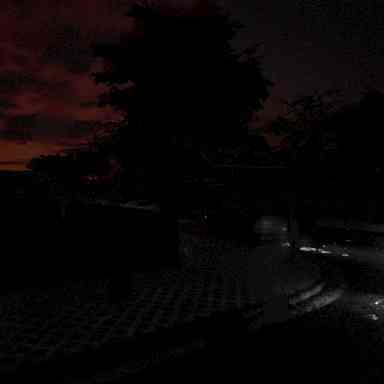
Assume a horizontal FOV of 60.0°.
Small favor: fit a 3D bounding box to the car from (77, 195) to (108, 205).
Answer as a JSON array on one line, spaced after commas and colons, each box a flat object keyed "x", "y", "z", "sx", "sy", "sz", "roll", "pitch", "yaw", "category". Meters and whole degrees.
[{"x": -11.047, "y": 1.331, "z": 36.156, "sx": 1.895, "sy": 1.301, "sz": 4.718, "roll": -1, "pitch": 1, "yaw": -34, "category": "car"}]

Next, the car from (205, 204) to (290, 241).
[{"x": 2.607, "y": 1.383, "z": 16.440, "sx": 2.128, "sy": 1.511, "sz": 4.902, "roll": -1, "pitch": 1, "yaw": -35, "category": "car"}]

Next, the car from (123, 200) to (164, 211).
[{"x": -3.886, "y": 1.336, "z": 25.795, "sx": 1.812, "sy": 1.442, "sz": 4.674, "roll": -1, "pitch": 1, "yaw": -35, "category": "car"}]

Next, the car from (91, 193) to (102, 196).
[{"x": -25.872, "y": 0.954, "z": 89.978, "sx": 2.097, "sy": 1.767, "sz": 4.553, "roll": -1, "pitch": 0, "yaw": 5, "category": "car"}]
